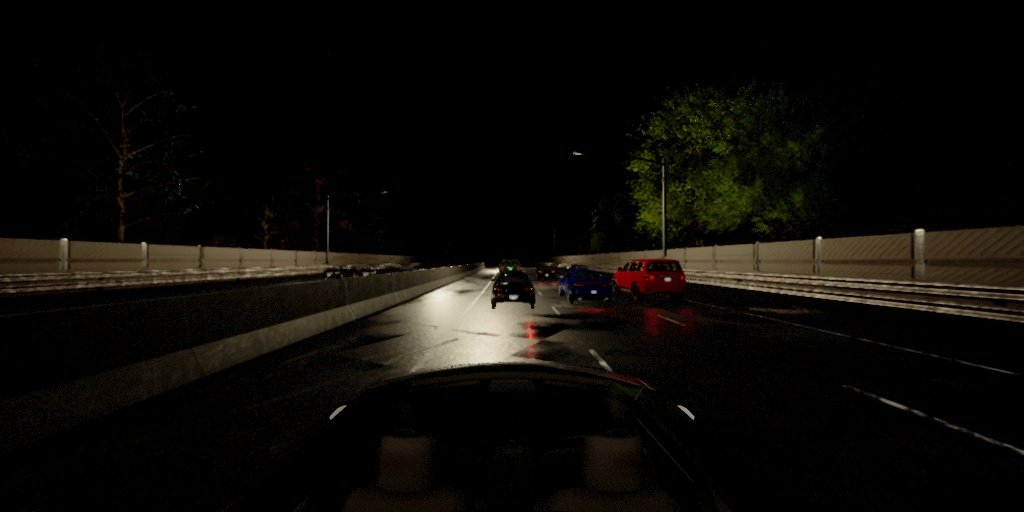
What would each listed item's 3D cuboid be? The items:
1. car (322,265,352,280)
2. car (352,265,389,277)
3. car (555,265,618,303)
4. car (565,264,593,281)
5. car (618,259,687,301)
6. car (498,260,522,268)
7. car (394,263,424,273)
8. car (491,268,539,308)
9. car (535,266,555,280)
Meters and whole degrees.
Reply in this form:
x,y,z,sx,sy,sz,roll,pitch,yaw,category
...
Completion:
x,y,z,sx,sy,sz,roll,pitch,yaw,category
-17.913,1.672,37.476,2.128,1.511,4.902,0,-1,-1,car
-14.408,1.671,37.526,2.128,1.511,4.902,0,-1,-1,car
3.535,1.426,17.996,1.882,1.535,5.008,0,0,0,car
6.799,1.656,36.853,1.882,1.535,5.008,0,0,-1,car
7.032,1.182,18.888,2.150,2.045,5.566,0,-1,0,car
-0.184,1.389,36.075,2.150,2.045,5.566,0,-1,-1,car
-10.903,1.742,37.278,1.994,1.385,4.181,0,-1,-1,car
0.045,1.451,16.168,1.812,1.442,4.674,0,-1,0,car
3.312,1.702,36.720,1.812,1.442,4.674,0,-1,-1,car
